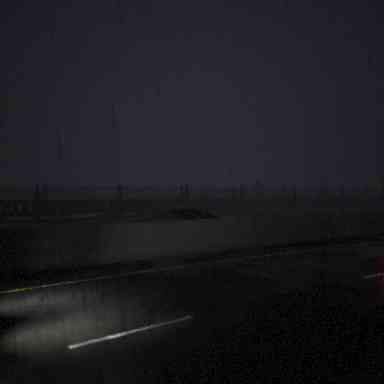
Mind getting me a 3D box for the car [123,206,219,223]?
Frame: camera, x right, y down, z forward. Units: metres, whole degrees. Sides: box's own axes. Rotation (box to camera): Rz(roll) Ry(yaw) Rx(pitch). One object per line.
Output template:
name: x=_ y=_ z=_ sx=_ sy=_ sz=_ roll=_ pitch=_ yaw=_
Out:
car: x=-0.928 y=1.452 z=15.538 sx=4.892 sy=1.490 sz=1.837 roll=0 pitch=0 yaw=-30
